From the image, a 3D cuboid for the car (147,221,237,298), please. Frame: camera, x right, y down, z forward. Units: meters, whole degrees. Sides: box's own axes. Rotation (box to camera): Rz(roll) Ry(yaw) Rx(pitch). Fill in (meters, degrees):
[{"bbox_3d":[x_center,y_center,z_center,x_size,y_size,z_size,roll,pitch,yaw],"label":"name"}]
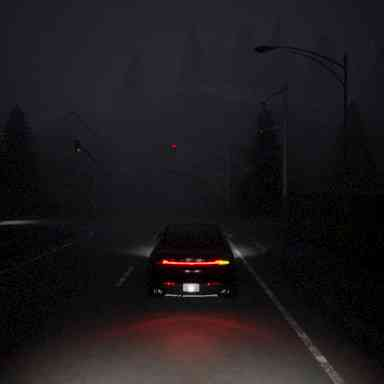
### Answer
[{"bbox_3d":[0.025,1.505,8.514,1.837,1.490,4.892,0,0,1],"label":"car"}]
